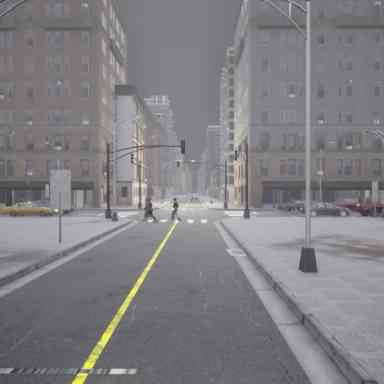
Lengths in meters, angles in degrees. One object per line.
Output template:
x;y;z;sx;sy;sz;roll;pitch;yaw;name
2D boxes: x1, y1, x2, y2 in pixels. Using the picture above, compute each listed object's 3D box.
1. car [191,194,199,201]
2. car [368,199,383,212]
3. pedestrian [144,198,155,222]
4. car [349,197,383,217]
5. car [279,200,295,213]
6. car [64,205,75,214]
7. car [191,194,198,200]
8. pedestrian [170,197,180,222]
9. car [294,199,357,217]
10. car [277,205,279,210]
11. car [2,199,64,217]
0.657;1.547;80.514;1.812;1.442;4.674;0;0;0;car
22.900;1.542;38.031;4.403;1.369;2.008;0;0;1;car
-3.015;1.294;23.841;0.375;1.860;0.375;0;0;0;pedestrian
17.418;1.342;30.054;5.009;1.841;2.192;0;0;1;car
12.178;1.601;35.589;4.718;1.301;1.895;0;0;-2;car
-14.095;1.513;32.866;4.892;1.490;1.837;0;0;-1;car
0.738;1.396;90.518;1.812;1.442;4.674;0;0;0;car
-1.248;1.294;24.427;0.375;1.860;0.375;0;0;0;pedestrian
12.009;1.577;30.104;4.403;1.369;2.008;0;0;1;car
12.082;1.533;38.128;4.507;1.381;1.887;0;0;1;car
-14.666;1.546;30.344;4.829;1.417;1.752;0;0;1;car
